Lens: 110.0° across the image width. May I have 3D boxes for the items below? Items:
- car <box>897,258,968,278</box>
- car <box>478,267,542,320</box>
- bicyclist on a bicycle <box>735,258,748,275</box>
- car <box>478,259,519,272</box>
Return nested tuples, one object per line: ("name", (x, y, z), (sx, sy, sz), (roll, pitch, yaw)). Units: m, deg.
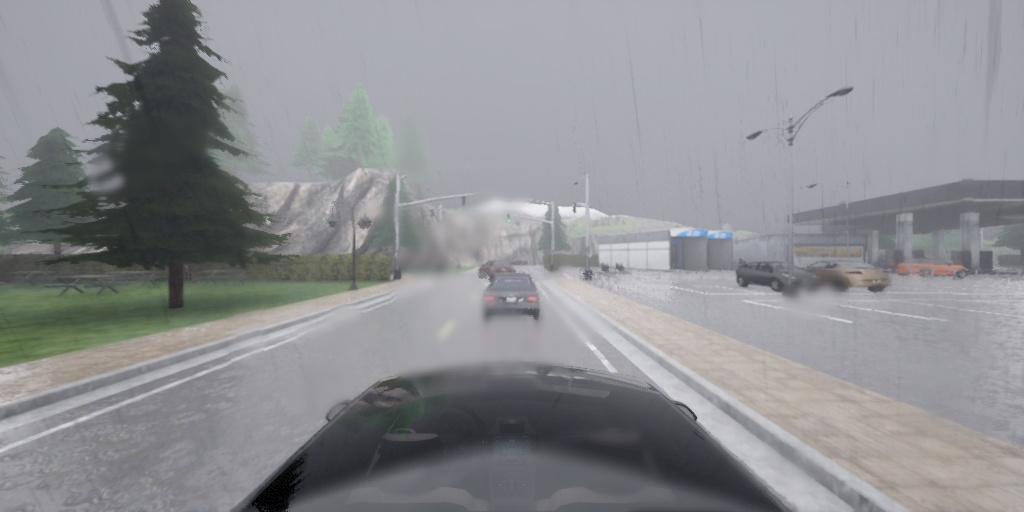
("car", (37.610, 1.055, 32.131), (4.553, 1.767, 2.097), (0, 0, 1))
("car", (0.025, 1.281, 12.507), (2.033, 1.411, 5.357), (0, 0, 0))
("bicyclist on a bicycle", (18.304, 1.010, 28.559), (0.582, 1.620, 1.656), (0, 0, 1))
("car", (-1.355, 1.059, 29.329), (2.097, 1.767, 4.553), (0, 0, -18))
